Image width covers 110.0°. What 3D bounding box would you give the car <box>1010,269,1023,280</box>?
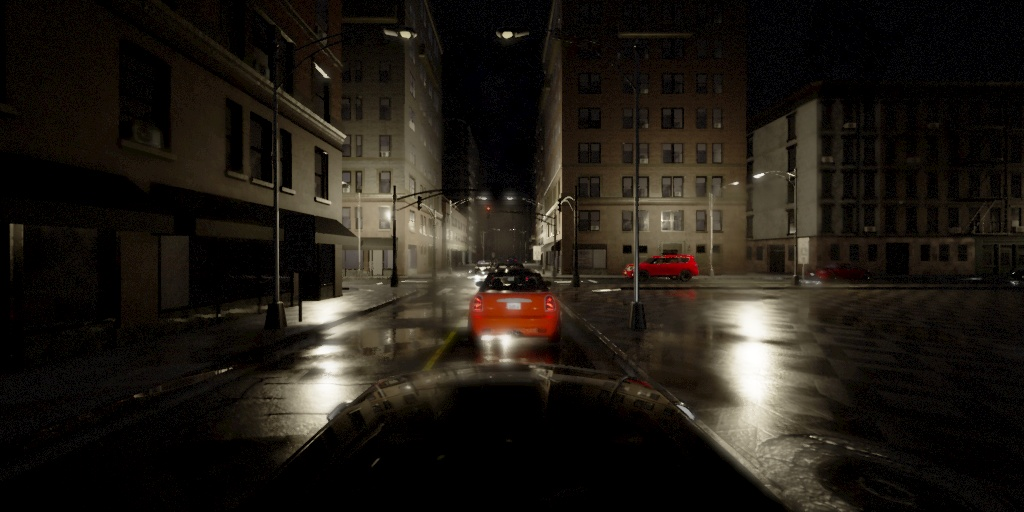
[{"bbox_3d":[43.699,1.302,28.752,5.357,1.411,2.033,0,0,0],"label":"car"}]

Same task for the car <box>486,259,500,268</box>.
[{"bbox_3d":[-3.223,1.291,61.700,2.033,1.411,5.357,0,0,0],"label":"car"}]

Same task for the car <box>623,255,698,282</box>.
[{"bbox_3d":[11.790,0.969,28.524,5.566,2.045,2.150,0,0,0],"label":"car"}]

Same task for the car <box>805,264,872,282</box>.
[{"bbox_3d":[25.984,1.318,28.655,4.181,1.385,1.994,0,0,-1],"label":"car"}]

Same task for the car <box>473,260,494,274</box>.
[{"bbox_3d":[-3.190,1.237,41.181,2.128,1.511,4.902,0,0,0],"label":"car"}]

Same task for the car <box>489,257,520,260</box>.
[{"bbox_3d":[-0.168,1.100,18.784,2.097,1.767,4.553,0,0,-3],"label":"car"}]

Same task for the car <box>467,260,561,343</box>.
[{"bbox_3d":[0.055,1.101,9.864,2.097,1.767,4.553,0,0,0],"label":"car"}]

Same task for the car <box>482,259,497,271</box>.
[{"bbox_3d":[-3.199,1.249,51.429,1.837,1.490,4.892,0,0,0],"label":"car"}]
